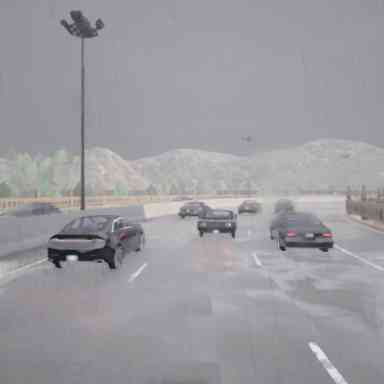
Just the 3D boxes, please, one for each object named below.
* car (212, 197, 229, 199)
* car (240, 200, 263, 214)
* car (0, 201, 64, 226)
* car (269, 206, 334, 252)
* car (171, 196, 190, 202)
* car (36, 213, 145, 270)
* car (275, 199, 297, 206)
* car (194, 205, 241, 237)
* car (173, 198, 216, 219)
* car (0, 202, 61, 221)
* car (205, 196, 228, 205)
[{"bbox_3d":[5.189,1.563,56.654,1.994,1.385,4.181,0,0,32],"label":"car"},{"bbox_3d":[6.182,1.564,34.895,1.994,1.385,4.181,0,0,21],"label":"car"},{"bbox_3d":[-11.643,1.506,24.379,1.837,1.490,4.892,0,0,12],"label":"car"},{"bbox_3d":[4.397,1.548,14.011,2.033,1.411,5.357,0,0,8],"label":"car"},{"bbox_3d":[-1.889,1.506,58.573,1.837,1.490,4.892,0,0,32],"label":"car"},{"bbox_3d":[-2.896,1.492,11.026,2.128,1.511,4.902,0,0,5],"label":"car"},{"bbox_3d":[9.612,1.505,34.111,1.837,1.490,4.892,0,0,21],"label":"car"},{"bbox_3d":[1.532,1.601,18.141,1.895,1.301,4.718,0,0,10],"label":"car"},{"bbox_3d":[0.403,1.548,28.895,2.033,1.411,5.357,0,0,16],"label":"car"},{"bbox_3d":[-9.161,1.506,18.641,1.837,1.490,4.892,0,0,9],"label":"car"},{"bbox_3d":[4.632,1.547,62.229,2.033,1.411,5.357,0,0,34],"label":"car"}]
